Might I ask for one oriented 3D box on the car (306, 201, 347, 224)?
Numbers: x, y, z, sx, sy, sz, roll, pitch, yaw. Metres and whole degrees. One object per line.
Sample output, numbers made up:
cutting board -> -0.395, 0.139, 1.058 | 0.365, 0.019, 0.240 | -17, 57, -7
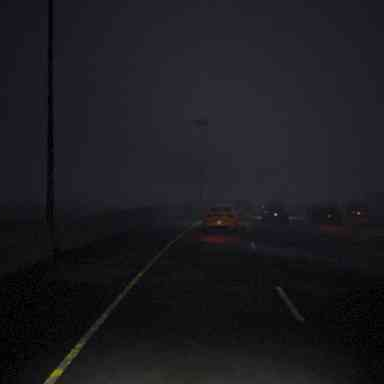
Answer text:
car -> 9.755, 1.486, 24.940 | 1.882, 1.535, 5.008 | 0, 0, 11

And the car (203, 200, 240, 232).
car -> 1.813, 1.474, 20.153 | 1.882, 1.535, 5.008 | 0, 0, 8

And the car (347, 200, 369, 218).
car -> 14.467, 1.520, 30.081 | 1.837, 1.490, 4.892 | 0, 0, 13

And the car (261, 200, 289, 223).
car -> 6.333, 1.566, 25.601 | 1.994, 1.385, 4.181 | 0, 0, 11

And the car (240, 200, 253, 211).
car -> 6.193, 1.598, 39.622 | 1.895, 1.301, 4.718 | 0, 0, 17
